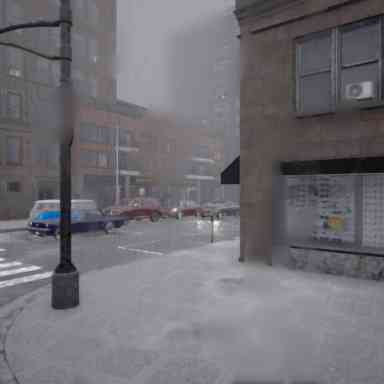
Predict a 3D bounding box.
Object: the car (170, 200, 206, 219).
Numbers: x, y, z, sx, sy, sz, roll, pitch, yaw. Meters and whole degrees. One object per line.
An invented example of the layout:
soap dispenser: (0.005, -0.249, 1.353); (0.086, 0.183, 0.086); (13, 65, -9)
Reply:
car: (-1.002, 1.462, 28.829); (1.967, 1.590, 4.097); (0, 0, 36)

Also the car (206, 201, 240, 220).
car: (2.504, 1.531, 28.967); (1.837, 1.490, 4.892); (0, 0, 36)

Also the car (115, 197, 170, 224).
car: (-4.279, 1.333, 24.293); (2.192, 1.841, 5.009); (0, 0, 36)

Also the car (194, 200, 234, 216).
car: (2.276, 1.571, 33.364); (1.887, 1.381, 4.507); (0, 0, 36)

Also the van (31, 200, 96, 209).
van: (-7.556, 1.354, 19.757); (1.690, 1.788, 3.998); (0, 0, 36)

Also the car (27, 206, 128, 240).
car: (-5.920, 1.614, 17.353); (1.895, 1.301, 4.718); (0, 0, 37)
